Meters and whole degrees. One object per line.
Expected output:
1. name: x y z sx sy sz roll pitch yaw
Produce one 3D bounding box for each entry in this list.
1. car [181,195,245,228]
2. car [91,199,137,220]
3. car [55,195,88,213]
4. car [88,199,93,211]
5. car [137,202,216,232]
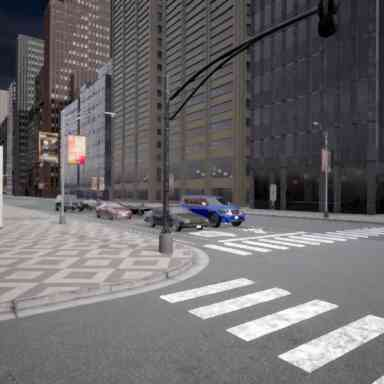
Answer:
1. car: 1.174 1.268 23.126 2.150 2.045 5.566 1 -1 -36
2. car: -6.851 1.585 28.769 1.812 1.442 4.674 1 -1 -36
3. car: -14.800 1.336 39.913 2.150 2.045 5.566 1 -1 -35
4. car: -12.770 1.668 42.667 1.812 1.442 4.674 1 0 -35
5. car: -1.153 1.568 20.803 2.033 1.411 5.357 1 -1 -35
